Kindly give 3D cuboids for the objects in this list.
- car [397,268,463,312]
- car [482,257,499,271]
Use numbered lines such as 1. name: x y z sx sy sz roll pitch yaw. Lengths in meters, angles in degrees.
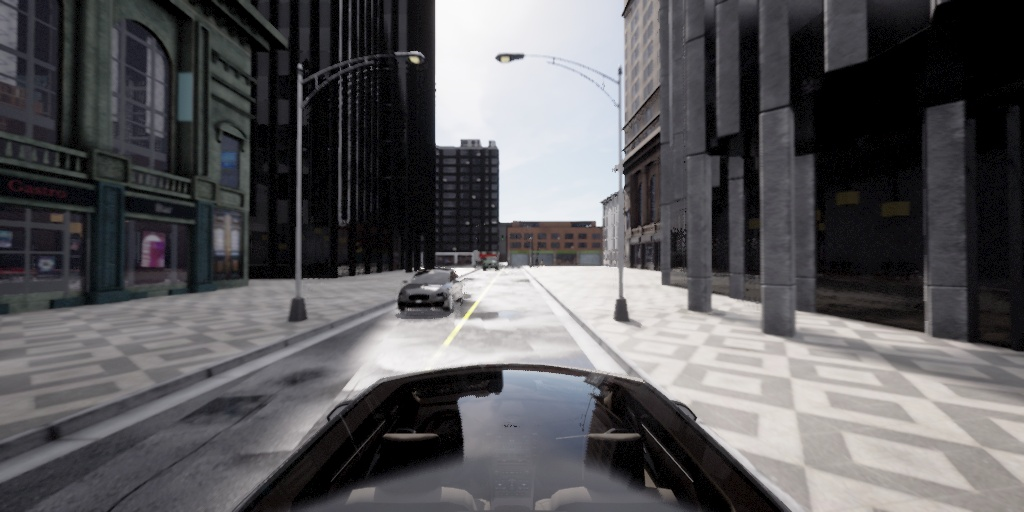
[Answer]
1. car: -3.105 1.267 14.373 1.837 1.490 4.892 0 0 0
2. car: -3.105 1.106 52.511 2.150 2.045 5.566 0 0 0
